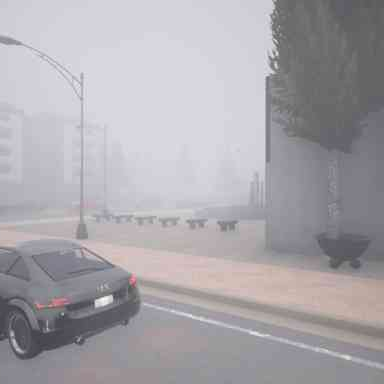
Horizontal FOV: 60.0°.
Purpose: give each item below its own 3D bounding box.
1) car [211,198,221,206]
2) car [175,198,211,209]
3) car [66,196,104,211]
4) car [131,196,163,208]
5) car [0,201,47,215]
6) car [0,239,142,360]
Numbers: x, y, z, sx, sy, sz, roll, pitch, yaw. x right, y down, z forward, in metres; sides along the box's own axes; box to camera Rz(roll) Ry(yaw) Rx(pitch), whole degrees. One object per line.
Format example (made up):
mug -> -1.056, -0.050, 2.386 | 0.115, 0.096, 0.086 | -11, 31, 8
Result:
car -> 2.253, 1.601, 54.254 | 4.718, 1.301, 1.895 | 0, 0, -27
car -> -0.126, 1.526, 44.209 | 4.674, 1.442, 1.812 | 0, 0, -39
car -> -13.113, 1.352, 40.827 | 2.097, 1.767, 4.553 | 0, 0, 38
car -> -6.534, 1.352, 48.045 | 4.553, 1.767, 2.097 | 0, 0, -40
car -> -17.667, 1.601, 34.319 | 1.895, 1.301, 4.718 | 0, 0, 33
car -> -2.915, 1.564, 6.029 | 4.181, 1.385, 1.994 | 0, 0, 36
